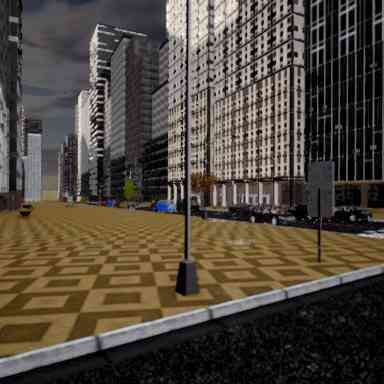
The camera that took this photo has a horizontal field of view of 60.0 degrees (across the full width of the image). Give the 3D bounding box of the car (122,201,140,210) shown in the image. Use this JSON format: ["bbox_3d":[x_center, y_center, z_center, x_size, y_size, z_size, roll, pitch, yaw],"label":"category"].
[{"bbox_3d":[-10.878,2.541,61.406,2.008,1.369,4.403,-1,-1,-26],"label":"car"}]

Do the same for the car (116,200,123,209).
[{"bbox_3d":[-13.239,2.618,66.324,1.752,1.417,4.829,-1,-1,-26],"label":"car"}]

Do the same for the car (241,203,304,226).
[{"bbox_3d":[6.159,1.825,25.913,2.008,1.369,4.403,-1,-1,-26],"label":"car"}]

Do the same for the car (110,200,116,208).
[{"bbox_3d":[-15.746,2.748,71.547,1.887,1.381,4.507,-1,-1,-26],"label":"car"}]

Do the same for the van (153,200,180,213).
[{"bbox_3d":[-3.581,2.019,46.198,1.690,1.788,3.998,-1,-1,-26],"label":"van"}]

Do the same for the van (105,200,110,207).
[{"bbox_3d":[-18.183,2.652,76.619,1.690,1.788,3.998,-1,-1,-26],"label":"van"}]

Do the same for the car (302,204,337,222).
[{"bbox_3d":[10.395,1.851,30.496,1.837,1.490,4.892,0,-1,-26],"label":"car"}]

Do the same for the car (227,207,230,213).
[{"bbox_3d":[6.412,2.186,44.751,1.947,1.339,4.313,-1,-1,-26],"label":"car"}]

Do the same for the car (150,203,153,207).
[{"bbox_3d":[-4.764,2.393,54.868,2.033,1.411,5.357,0,-1,-25],"label":"car"}]

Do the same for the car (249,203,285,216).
[{"bbox_3d":[8.846,2.085,39.680,1.947,1.339,4.313,-1,-1,-26],"label":"car"}]

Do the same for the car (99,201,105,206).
[{"bbox_3d":[-23.047,3.071,86.757,1.887,1.381,4.507,-1,-1,-26],"label":"car"}]

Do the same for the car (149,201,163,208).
[{"bbox_3d":[-8.190,2.830,75.173,1.802,1.307,4.206,-1,-1,-26],"label":"car"}]

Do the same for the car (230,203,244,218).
[{"bbox_3d":[6.234,1.928,31.769,2.033,1.411,5.357,0,-1,-26],"label":"car"}]

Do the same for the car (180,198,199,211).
[{"bbox_3d":[-0.752,2.031,53.583,2.150,2.045,5.566,0,-1,-24],"label":"car"}]

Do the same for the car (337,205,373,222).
[{"bbox_3d":[13.713,1.870,29.539,2.008,1.369,4.403,-1,-1,-26],"label":"car"}]
